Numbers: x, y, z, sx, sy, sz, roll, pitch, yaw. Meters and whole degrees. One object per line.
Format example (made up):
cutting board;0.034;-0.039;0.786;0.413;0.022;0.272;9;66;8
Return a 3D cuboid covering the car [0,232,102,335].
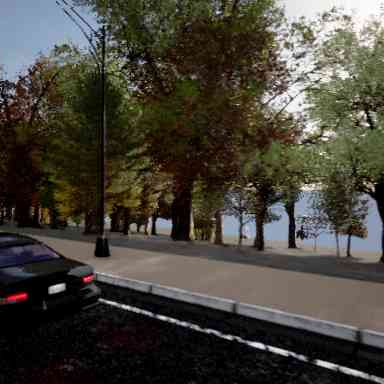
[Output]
car;-4.132;1.528;6.556;5.357;1.411;2.033;0;0;35
